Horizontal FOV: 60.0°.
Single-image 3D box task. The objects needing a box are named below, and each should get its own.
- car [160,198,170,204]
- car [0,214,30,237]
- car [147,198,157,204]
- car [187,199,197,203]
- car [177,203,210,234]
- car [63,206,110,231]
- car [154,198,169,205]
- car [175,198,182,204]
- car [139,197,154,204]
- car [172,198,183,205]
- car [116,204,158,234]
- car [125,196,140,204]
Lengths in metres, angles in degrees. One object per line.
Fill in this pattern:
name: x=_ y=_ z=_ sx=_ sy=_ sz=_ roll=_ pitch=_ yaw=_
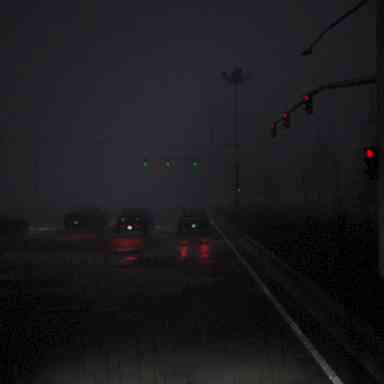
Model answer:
car: x=-7.003 y=2.303 z=87.149 sx=2.128 sy=1.511 sz=4.902 roll=0 pitch=-1 yaw=0
car: x=-10.399 y=1.767 z=17.305 sx=1.895 sy=1.301 sz=4.718 roll=0 pitch=-1 yaw=0
car: x=-10.503 y=2.376 z=87.179 sx=1.895 sy=1.301 sz=4.718 roll=0 pitch=-1 yaw=0
car: x=-0.003 y=2.259 z=76.878 sx=2.128 sy=1.511 sz=4.902 roll=0 pitch=-1 yaw=0
car: x=0.100 y=1.692 z=20.888 sx=2.128 sy=1.511 sz=4.902 roll=0 pitch=-1 yaw=0
car: x=-6.900 y=1.691 z=22.241 sx=1.882 sy=1.535 sz=5.008 roll=0 pitch=-1 yaw=0
car: x=-7.003 y=2.330 z=76.987 sx=1.895 sy=1.301 sz=4.718 roll=0 pitch=-1 yaw=0
car: x=-3.503 y=2.253 z=87.149 sx=1.882 sy=1.535 sz=5.008 roll=0 pitch=-1 yaw=0
car: x=-10.503 y=2.331 z=77.065 sx=1.895 sy=1.301 sz=4.718 roll=0 pitch=-1 yaw=0
car: x=-3.503 y=2.330 z=76.959 sx=1.895 sy=1.301 sz=4.718 roll=0 pitch=-1 yaw=0
car: x=-3.400 y=1.702 z=20.565 sx=1.837 sy=1.490 sz=4.892 roll=0 pitch=-1 yaw=0
car: x=-14.003 y=2.091 z=77.085 sx=2.097 sy=1.767 sz=4.553 roll=0 pitch=-1 yaw=0
